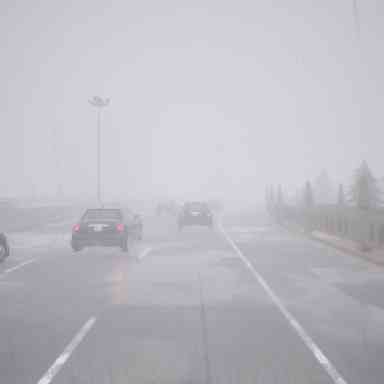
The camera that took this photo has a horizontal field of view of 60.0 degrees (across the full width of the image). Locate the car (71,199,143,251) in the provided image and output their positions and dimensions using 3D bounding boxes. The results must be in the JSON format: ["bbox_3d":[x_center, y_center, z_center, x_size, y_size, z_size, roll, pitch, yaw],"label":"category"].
[{"bbox_3d":[-3.390,1.353,14.145,2.097,1.767,4.553,0,0,0],"label":"car"}]

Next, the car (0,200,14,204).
[{"bbox_3d":[-16.929,1.506,28.441,1.837,1.490,4.892,0,0,6],"label":"car"}]

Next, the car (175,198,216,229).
[{"bbox_3d":[0.279,1.353,21.627,2.097,1.767,4.553,0,0,2],"label":"car"}]

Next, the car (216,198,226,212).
[{"bbox_3d":[2.813,1.479,39.373,1.882,1.535,5.008,0,0,13],"label":"car"}]

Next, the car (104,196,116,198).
[{"bbox_3d":[-14.090,1.484,56.289,1.882,1.535,5.008,0,0,21],"label":"car"}]

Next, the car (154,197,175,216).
[{"bbox_3d":[-2.183,1.506,32.214,1.837,1.490,4.892,0,0,8],"label":"car"}]

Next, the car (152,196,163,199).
[{"bbox_3d":[-5.812,1.444,58.123,1.812,1.442,4.674,0,0,23],"label":"car"}]

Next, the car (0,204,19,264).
[{"bbox_3d":[-6.898,1.352,8.777,2.097,1.767,4.553,0,0,0],"label":"car"}]
